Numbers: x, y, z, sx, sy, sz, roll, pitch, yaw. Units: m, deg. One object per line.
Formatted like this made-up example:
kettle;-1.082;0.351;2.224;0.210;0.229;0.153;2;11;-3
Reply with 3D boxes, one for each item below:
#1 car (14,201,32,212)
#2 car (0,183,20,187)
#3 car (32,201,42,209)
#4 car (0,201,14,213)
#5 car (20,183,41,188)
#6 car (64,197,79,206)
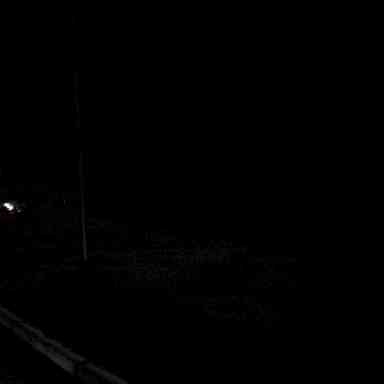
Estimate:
car;-22.128;1.793;41.360;1.812;1.442;4.674;-4;0;-5
car;-44.120;-1.388;78.519;2.002;1.452;4.674;-6;-4;29
car;-26.211;2.151;53.769;1.994;1.385;4.181;-5;0;7
car;-21.406;1.715;35.867;1.801;1.575;5.366;-4;0;-10
car;-41.484;-1.355;83.402;2.097;1.535;5.008;-6;-4;28
car;-21.438;1.620;60.997;2.097;1.767;4.553;-5;-1;15
